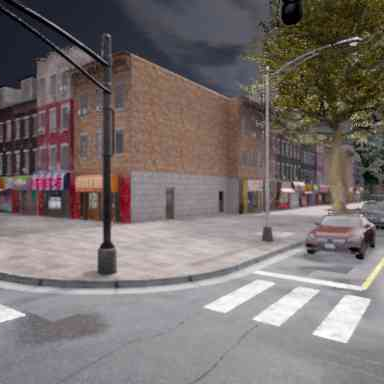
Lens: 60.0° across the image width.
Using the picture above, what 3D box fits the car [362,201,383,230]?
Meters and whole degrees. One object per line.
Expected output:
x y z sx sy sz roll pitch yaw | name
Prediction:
11.400 1.393 20.533 2.097 1.767 4.553 0 0 36 | car

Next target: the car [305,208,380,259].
5.881 1.539 12.890 1.812 1.442 4.674 0 0 35 | car

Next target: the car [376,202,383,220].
17.262 1.643 28.624 1.994 1.385 4.181 0 0 37 | car
